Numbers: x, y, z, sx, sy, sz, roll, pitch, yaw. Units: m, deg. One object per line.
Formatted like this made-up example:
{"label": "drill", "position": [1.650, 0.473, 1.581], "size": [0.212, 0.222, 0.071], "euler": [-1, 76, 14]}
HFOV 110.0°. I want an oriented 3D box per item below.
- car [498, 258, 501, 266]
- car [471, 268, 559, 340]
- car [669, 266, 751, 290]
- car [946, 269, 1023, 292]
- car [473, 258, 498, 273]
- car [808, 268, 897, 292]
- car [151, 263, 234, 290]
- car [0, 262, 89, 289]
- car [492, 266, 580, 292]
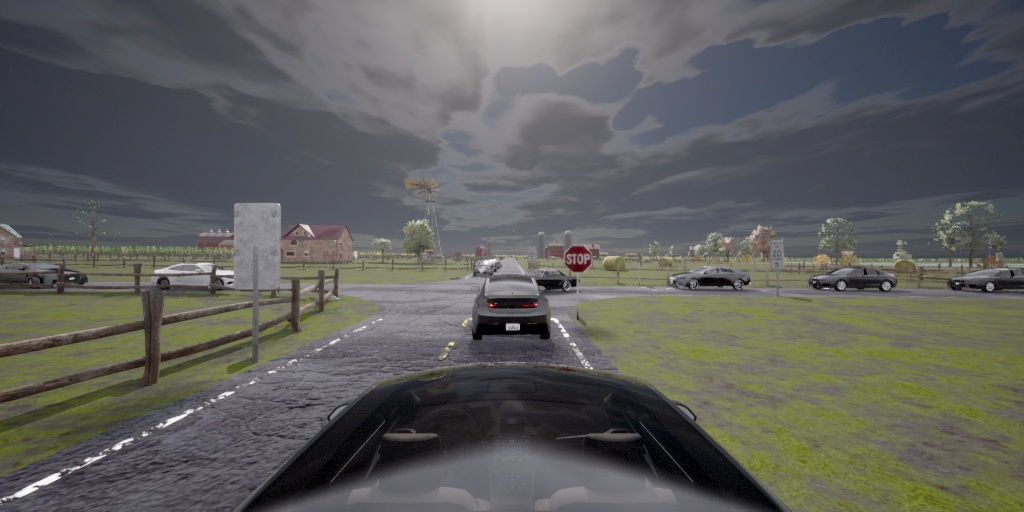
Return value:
{"label": "car", "position": [-2.880, 1.241, 46.136], "size": [2.128, 1.511, 4.902], "euler": [0, 0, 0]}
{"label": "car", "position": [-0.079, 1.256, 10.006], "size": [1.837, 1.490, 4.892], "euler": [0, 0, -2]}
{"label": "car", "position": [12.785, 1.396, 23.289], "size": [4.902, 1.511, 2.128], "euler": [1, -1, -2]}
{"label": "car", "position": [31.689, 1.587, 23.593], "size": [4.892, 1.490, 1.837], "euler": [1, -1, -1]}
{"label": "car", "position": [-2.882, 1.243, 36.691], "size": [2.128, 1.511, 4.902], "euler": [0, 0, 0]}
{"label": "car", "position": [22.186, 1.499, 23.466], "size": [4.892, 1.490, 1.837], "euler": [1, -1, -1]}
{"label": "car", "position": [-17.255, 1.104, 19.951], "size": [4.674, 1.442, 1.812], "euler": [1, -1, -1]}
{"label": "car", "position": [-26.375, 1.048, 19.823], "size": [4.181, 1.385, 1.994], "euler": [1, -1, -1]}
{"label": "car", "position": [1.488, 1.369, 20.053], "size": [4.718, 1.301, 1.895], "euler": [1, 0, -35]}
